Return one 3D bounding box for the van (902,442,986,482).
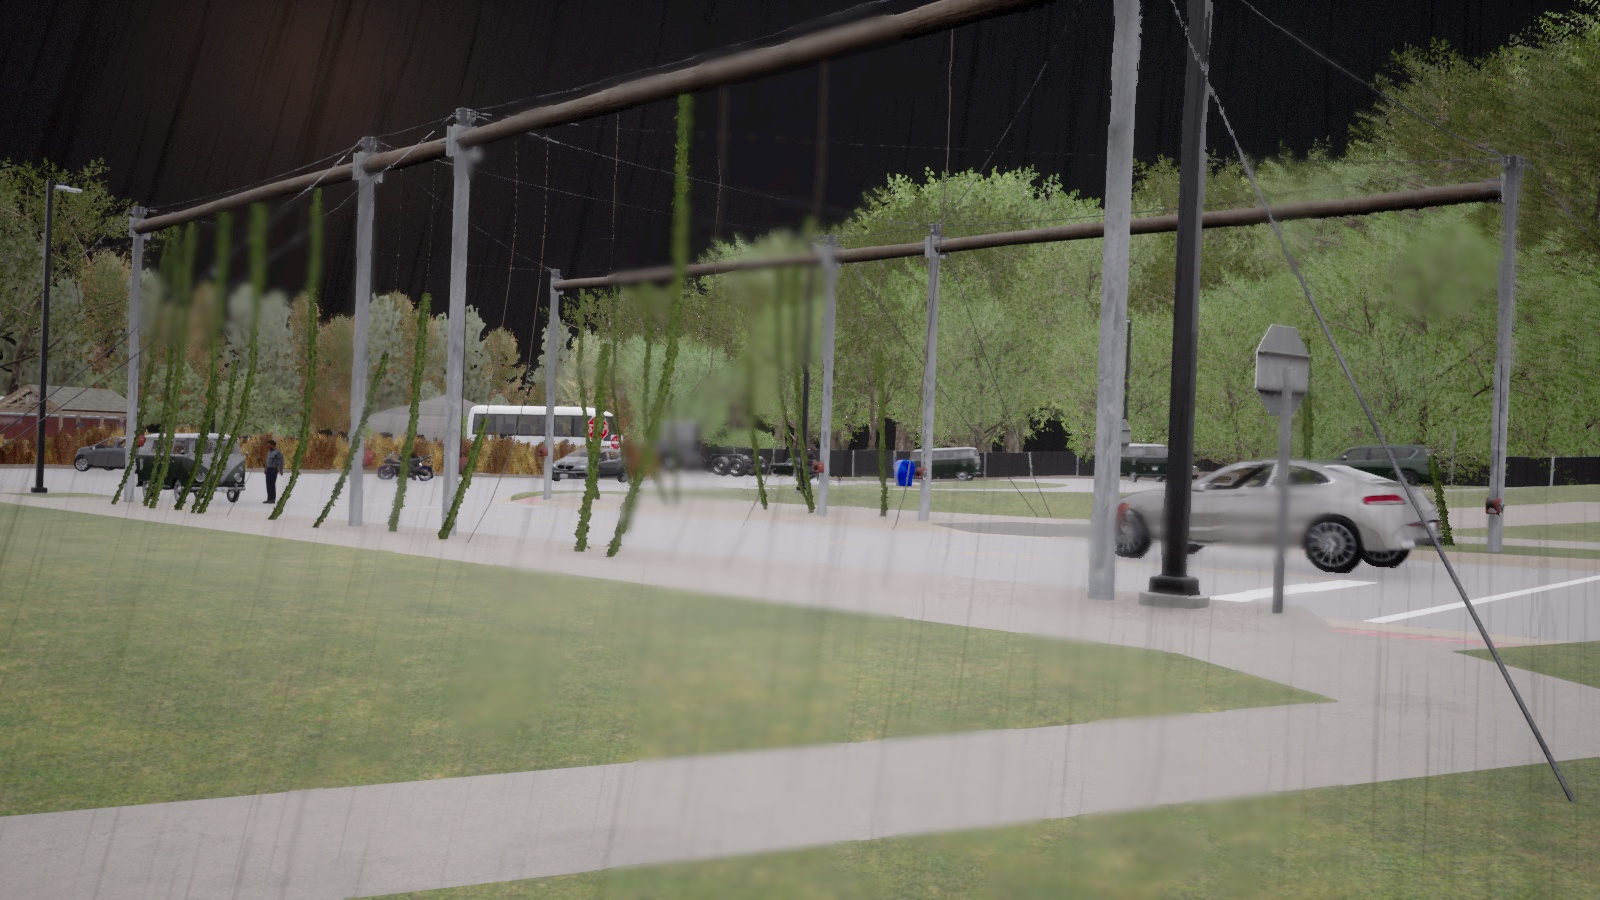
[{"bbox_3d":[8.431,0.699,73.315,4.442,1.987,1.775,-4,-1,21],"label":"van"}]

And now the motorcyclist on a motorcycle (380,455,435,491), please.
[{"bbox_3d":[-16.920,0.985,54.116,2.191,1.530,0.866,0,1,-21],"label":"motorcyclist on a motorcycle"}]

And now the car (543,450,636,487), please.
[{"bbox_3d":[-10.002,0.857,60.083,2.242,1.667,4.611,1,0,22],"label":"car"}]

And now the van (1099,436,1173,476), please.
[{"bbox_3d":[17.330,0.278,65.029,1.775,1.987,4.442,0,0,-14],"label":"van"}]

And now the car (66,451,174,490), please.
[{"bbox_3d":[-28.299,0.828,52.300,3.633,1.501,1.845,1,1,14],"label":"car"}]

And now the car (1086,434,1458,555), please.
[{"bbox_3d":[7.269,0.660,19.755,2.152,1.651,5.027,1,-1,-45],"label":"car"}]

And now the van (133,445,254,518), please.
[{"bbox_3d":[-17.786,0.881,36.752,4.442,1.987,1.775,0,-1,44],"label":"van"}]

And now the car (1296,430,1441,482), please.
[{"bbox_3d":[24.457,0.278,54.254,5.566,2.045,2.150,-2,-1,23],"label":"car"}]

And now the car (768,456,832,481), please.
[{"bbox_3d":[-0.045,1.130,78.085,1.895,1.301,4.718,-2,2,-29],"label":"car"}]

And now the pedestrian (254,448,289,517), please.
[{"bbox_3d":[-15.067,0.925,35.821,0.423,1.949,0.788,1,0,30],"label":"pedestrian"}]

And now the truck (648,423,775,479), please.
[{"bbox_3d":[-5.775,0.027,81.616,7.936,3.462,2.891,0,1,27],"label":"truck"}]

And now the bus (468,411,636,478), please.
[{"bbox_3d":[-16.410,-0.398,83.295,10.273,4.253,3.944,0,1,14],"label":"bus"}]
